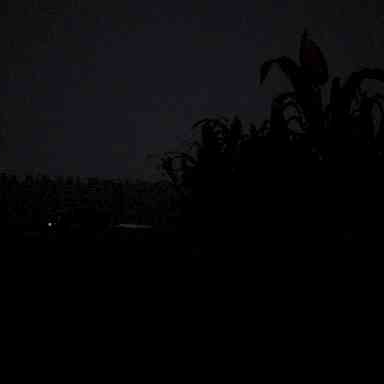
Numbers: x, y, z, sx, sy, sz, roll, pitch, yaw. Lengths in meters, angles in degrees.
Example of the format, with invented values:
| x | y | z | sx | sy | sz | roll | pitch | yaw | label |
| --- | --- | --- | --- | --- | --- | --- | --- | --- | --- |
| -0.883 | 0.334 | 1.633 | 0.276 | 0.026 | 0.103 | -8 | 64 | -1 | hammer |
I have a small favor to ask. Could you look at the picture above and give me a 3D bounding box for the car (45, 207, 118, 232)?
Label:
| x | y | z | sx | sy | sz | roll | pitch | yaw | label |
| --- | --- | --- | --- | --- | --- | --- | --- | --- | --- |
| -7.087 | 1.732 | 21.909 | 1.837 | 1.490 | 4.892 | -1 | -1 | 37 | car |
